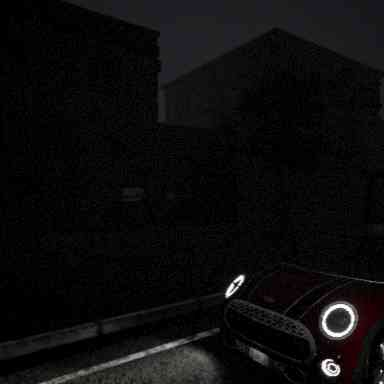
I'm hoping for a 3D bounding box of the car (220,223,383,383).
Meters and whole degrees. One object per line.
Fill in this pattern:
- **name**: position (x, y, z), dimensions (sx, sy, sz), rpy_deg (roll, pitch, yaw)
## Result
- **car**: position (2.611, 1.351, 5.242), dimensions (4.553, 1.767, 2.097), rpy_deg (0, 0, -35)
